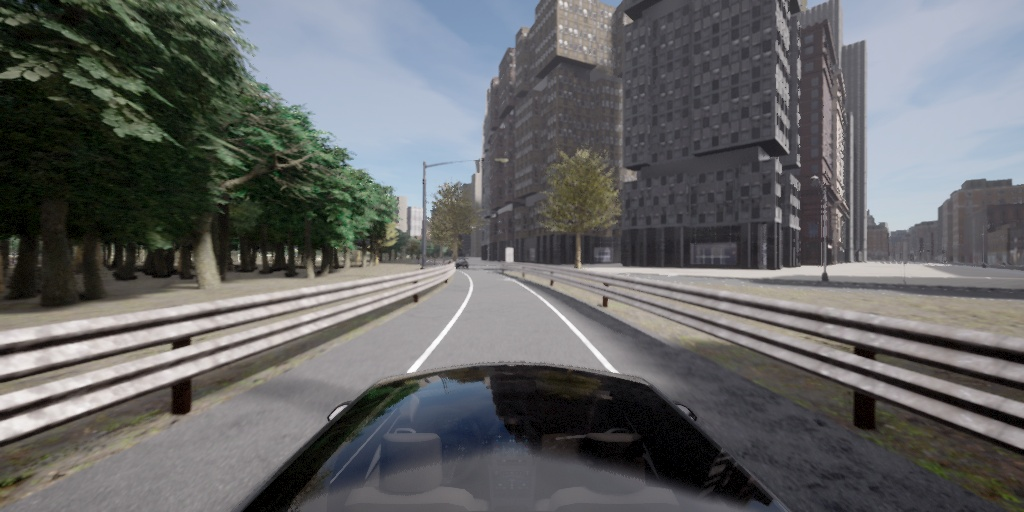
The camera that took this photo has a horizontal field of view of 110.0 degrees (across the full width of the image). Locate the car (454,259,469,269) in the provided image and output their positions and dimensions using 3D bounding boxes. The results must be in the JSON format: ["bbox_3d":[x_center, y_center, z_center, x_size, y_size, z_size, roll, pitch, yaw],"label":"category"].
[{"bbox_3d":[-8.355,1.264,58.587,1.837,1.490,4.892,0,0,-20],"label":"car"}]
